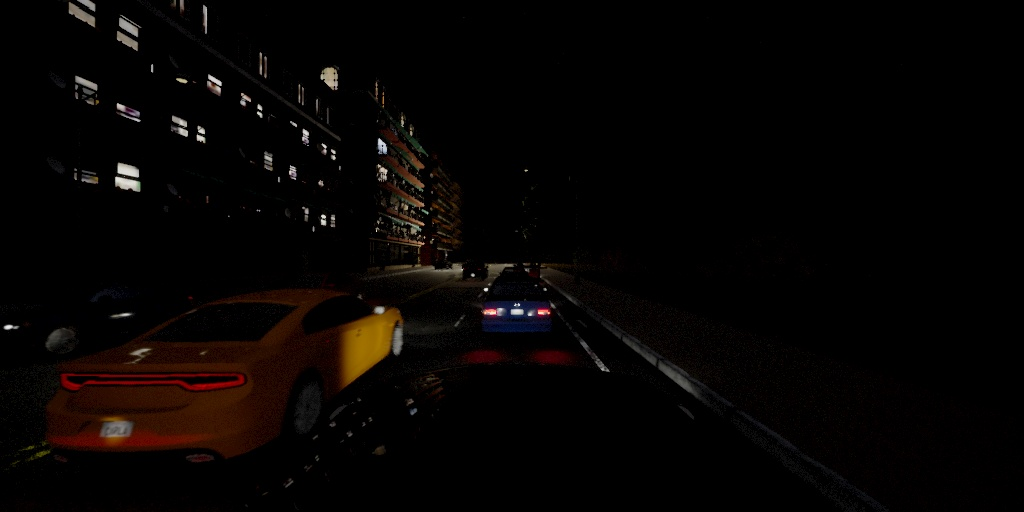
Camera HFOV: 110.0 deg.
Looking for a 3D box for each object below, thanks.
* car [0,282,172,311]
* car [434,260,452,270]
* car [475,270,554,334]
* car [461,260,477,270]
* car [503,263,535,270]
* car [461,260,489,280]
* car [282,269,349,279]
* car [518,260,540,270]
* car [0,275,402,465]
[{"bbox_3d":[-9.844,1.315,8.326,1.994,1.385,4.181,0,0,0],"label":"car"},{"bbox_3d":[-9.796,1.300,51.416,2.033,1.411,5.357,0,0,0],"label":"car"},{"bbox_3d":[0.110,1.299,10.534,2.033,1.411,5.357,0,0,0],"label":"car"},{"bbox_3d":[-6.534,1.316,55.033,1.994,1.385,4.181,0,0,0],"label":"car"},{"bbox_3d":[0.113,1.317,20.867,1.994,1.385,4.181,0,0,1],"label":"car"},{"bbox_3d":[-3.120,1.258,31.006,1.837,1.490,4.892,0,0,0],"label":"car"},{"bbox_3d":[-6.590,1.229,11.878,1.882,1.535,5.008,0,0,0],"label":"car"},{"bbox_3d":[1.167,1.105,29.802,2.097,1.767,4.553,0,0,0],"label":"car"},{"bbox_3d":[-3.148,1.228,5.334,1.882,1.535,5.008,0,0,0],"label":"car"}]
